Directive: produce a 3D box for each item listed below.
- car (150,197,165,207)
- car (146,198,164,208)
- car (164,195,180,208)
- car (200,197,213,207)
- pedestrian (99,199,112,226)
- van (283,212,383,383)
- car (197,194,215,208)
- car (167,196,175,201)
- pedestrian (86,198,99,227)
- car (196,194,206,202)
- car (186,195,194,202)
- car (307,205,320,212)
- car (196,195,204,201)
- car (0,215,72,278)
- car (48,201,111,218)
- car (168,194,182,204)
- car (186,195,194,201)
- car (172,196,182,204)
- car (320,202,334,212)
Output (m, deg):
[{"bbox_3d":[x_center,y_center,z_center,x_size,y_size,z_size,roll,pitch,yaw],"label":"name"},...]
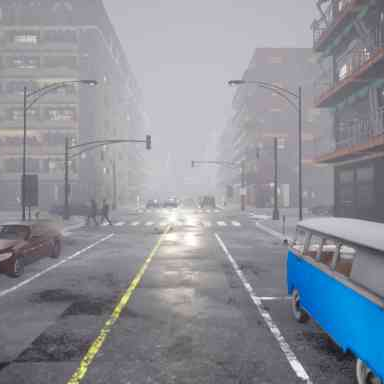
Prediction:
[{"bbox_3d":[-5.595,1.610,53.768,1.947,1.339,4.313,1,0,0],"label":"car"},{"bbox_3d":[-5.565,1.604,48.207,1.947,1.339,4.313,1,0,0],"label":"car"},{"bbox_3d":[-3.110,1.602,48.453,1.994,1.385,4.181,0,0,-1],"label":"car"},{"bbox_3d":[2.284,1.569,54.026,1.752,1.417,4.829,1,0,0],"label":"car"},{"bbox_3d":[-5.688,1.310,21.874,0.375,1.860,0.375,1,-1,0],"label":"pedestrian"},{"bbox_3d":[2.529,1.343,4.585,1.690,1.788,3.998,1,0,0],"label":"van"},{"bbox_3d":[2.320,1.353,48.297,2.192,1.841,5.009,1,0,0],"label":"car"},{"bbox_3d":[-5.813,1.718,92.531,1.752,1.417,4.829,1,0,0],"label":"car"},{"bbox_3d":[-6.343,1.309,21.158,0.375,1.860,0.375,1,-1,0],"label":"pedestrian"},{"bbox_3d":[2.131,1.444,81.655,2.192,1.841,5.009,1,0,0],"label":"car"},{"bbox_3d":[-0.431,1.658,78.282,1.994,1.385,4.181,0,0,0],"label":"car"},{"bbox_3d":[14.172,1.617,33.493,4.718,1.301,1.895,0,-1,-3],"label":"car"},{"bbox_3d":[2.098,1.601,87.218,1.967,1.590,4.097,1,0,0],"label":"car"},{"bbox_3d":[-5.354,1.588,10.127,1.802,1.307,4.206,1,0,0],"label":"car"},{"bbox_3d":[-10.115,1.558,29.974,5.357,1.411,2.033,0,-1,9],"label":"car"},{"bbox_3d":[-3.148,1.576,58.343,1.812,1.442,4.674,0,0,0],"label":"car"},{"bbox_3d":[-0.486,1.538,88.291,2.033,1.411,5.357,0,0,0],"label":"car"},{"bbox_3d":[-3.136,1.602,68.545,1.812,1.442,4.674,0,0,0],"label":"car"},{"bbox_3d":[13.591,1.452,28.077,4.403,1.369,2.008,0,-1,0],"label":"car"}]
